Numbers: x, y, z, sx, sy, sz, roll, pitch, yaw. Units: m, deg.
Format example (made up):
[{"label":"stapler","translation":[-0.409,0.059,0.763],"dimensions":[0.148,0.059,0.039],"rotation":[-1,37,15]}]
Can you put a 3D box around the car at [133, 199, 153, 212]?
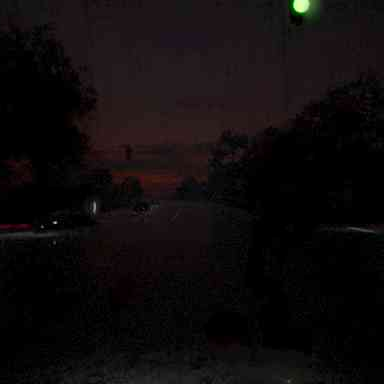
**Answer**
[{"label":"car","translation":[-7.015,2.040,46.326],"dimensions":[1.837,1.490,4.892],"rotation":[0,1,0]}]

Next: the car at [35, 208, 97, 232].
[{"label":"car","translation":[-8.278,1.812,22.317],"dimensions":[1.812,1.442,4.674],"rotation":[0,0,20]}]

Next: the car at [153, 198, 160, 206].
[{"label":"car","translation":[-7.848,2.131,70.568],"dimensions":[2.128,1.511,4.902],"rotation":[0,0,-4]}]
